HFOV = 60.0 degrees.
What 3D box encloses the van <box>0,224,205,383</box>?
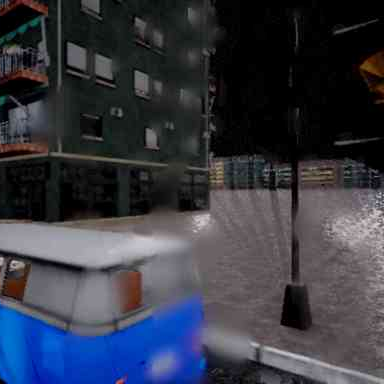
[{"bbox_3d":[-1.770,1.358,4.141,3.998,1.788,1.690,0,0,36],"label":"van"}]
